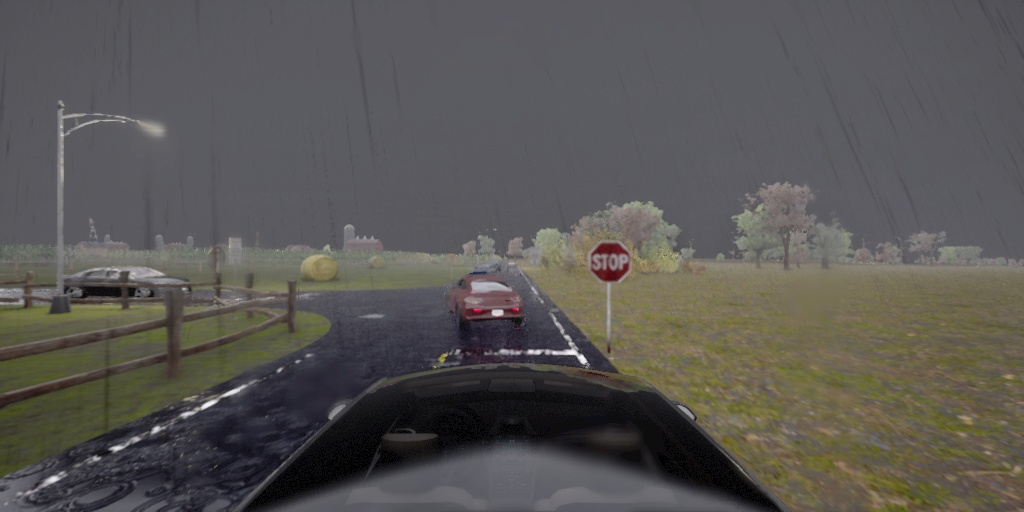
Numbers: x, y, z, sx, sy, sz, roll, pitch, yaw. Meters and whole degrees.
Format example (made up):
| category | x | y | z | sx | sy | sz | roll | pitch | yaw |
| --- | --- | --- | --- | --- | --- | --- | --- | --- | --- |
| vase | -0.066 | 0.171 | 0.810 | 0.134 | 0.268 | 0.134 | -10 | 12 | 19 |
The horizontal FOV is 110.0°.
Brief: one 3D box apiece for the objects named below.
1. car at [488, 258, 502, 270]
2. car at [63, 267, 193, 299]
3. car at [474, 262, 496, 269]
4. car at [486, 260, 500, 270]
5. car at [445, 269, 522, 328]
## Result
| category | x | y | z | sx | sy | sz | roll | pitch | yaw |
| --- | --- | --- | --- | --- | --- | --- | --- | --- | --- |
| car | -2.805 | 1.306 | 55.630 | 2.150 | 2.045 | 5.566 | 0 | 0 | 0 |
| car | -17.321 | 1.231 | 16.242 | 4.902 | 1.511 | 2.128 | 0 | 0 | -1 |
| car | -2.838 | 1.540 | 33.789 | 1.895 | 1.301 | 4.718 | 0 | 0 | 0 |
| car | -2.827 | 1.567 | 43.751 | 1.994 | 1.385 | 4.181 | 0 | 0 | 0 |
| car | -1.017 | 1.331 | 11.644 | 1.812 | 1.442 | 4.674 | 0 | 0 | -16 |
